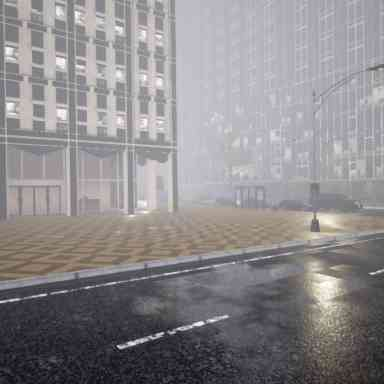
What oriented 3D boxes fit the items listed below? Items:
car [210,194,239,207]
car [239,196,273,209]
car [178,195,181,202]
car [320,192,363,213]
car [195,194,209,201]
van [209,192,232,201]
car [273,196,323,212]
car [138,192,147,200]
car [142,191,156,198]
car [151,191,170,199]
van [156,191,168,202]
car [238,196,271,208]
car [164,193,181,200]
[{"bbox_3d":[4.915,1.319,45.074,1.947,1.339,4.313,0,1,-35],"label":"car"},{"bbox_3d":[8.089,1.388,40.359,1.802,1.307,4.206,0,1,-35],"label":"car"},{"bbox_3d":[-3.887,1.041,62.678,1.837,1.490,4.892,-1,1,-34],"label":"car"},{"bbox_3d":[14.962,1.059,35.111,2.150,2.045,5.566,-1,1,-35],"label":"car"},{"bbox_3d":[2.198,1.043,63.898,1.802,1.307,4.206,0,1,-35],"label":"car"},{"bbox_3d":[5.419,0.855,59.213,1.690,1.788,3.998,0,1,-35],"label":"van"},{"bbox_3d":[11.297,1.424,35.665,1.947,1.339,4.313,0,1,-35],"label":"car"},{"bbox_3d":[-11.150,1.039,68.513,2.008,1.369,4.403,0,1,-35],"label":"car"},{"bbox_3d":[-10.690,0.686,82.625,1.967,1.590,4.097,0,1,-35],"label":"car"},{"bbox_3d":[-7.468,0.615,77.941,2.192,1.841,5.009,0,1,-35],"label":"car"},{"bbox_3d":[-4.706,0.937,59.146,1.690,1.788,3.998,0,1,-35],"label":"van"},{"bbox_3d":[8.339,1.294,44.751,1.994,1.385,4.181,-1,1,-34],"label":"car"},{"bbox_3d":[-4.246,0.936,73.263,1.802,1.307,4.206,0,1,-35],"label":"car"}]
